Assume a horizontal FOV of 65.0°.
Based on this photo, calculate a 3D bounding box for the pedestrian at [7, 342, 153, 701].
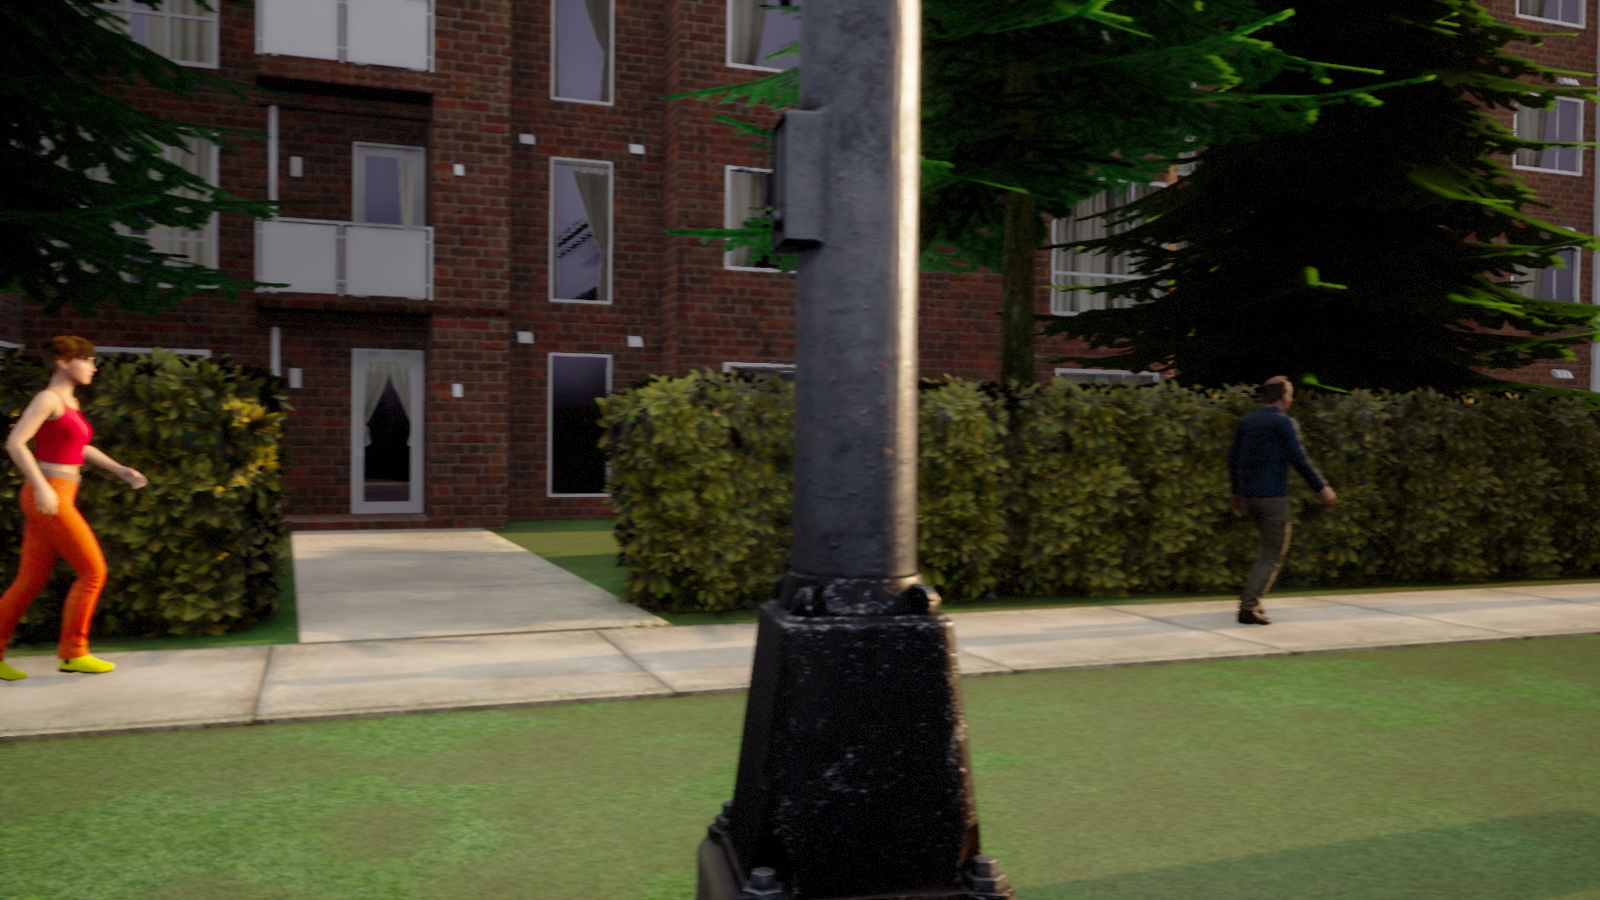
[{"bbox_3d":[-3.810,0.360,6.671,0.594,1.836,0.345,-1,1,-21],"label":"pedestrian"}]

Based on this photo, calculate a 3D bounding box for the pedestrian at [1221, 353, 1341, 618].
[{"bbox_3d":[3.463,0.242,9.048,0.726,1.842,0.402,-1,1,-22],"label":"pedestrian"}]
